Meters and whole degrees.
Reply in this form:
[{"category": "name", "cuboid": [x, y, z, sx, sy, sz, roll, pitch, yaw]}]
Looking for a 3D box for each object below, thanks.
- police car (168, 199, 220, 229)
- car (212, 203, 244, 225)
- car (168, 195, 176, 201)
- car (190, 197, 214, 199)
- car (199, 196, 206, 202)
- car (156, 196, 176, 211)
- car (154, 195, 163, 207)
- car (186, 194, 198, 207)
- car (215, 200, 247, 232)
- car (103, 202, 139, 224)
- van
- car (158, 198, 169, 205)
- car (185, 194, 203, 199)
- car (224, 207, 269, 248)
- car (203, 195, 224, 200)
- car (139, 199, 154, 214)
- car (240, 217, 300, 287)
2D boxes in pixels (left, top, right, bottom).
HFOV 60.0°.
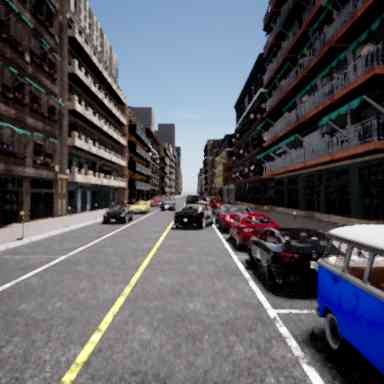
[{"category": "police car", "cuboid": [0.302, 1.518, 22.894, 1.930, 1.638, 5.238, 0, 0, 16]}, {"category": "car", "cuboid": [2.697, 1.657, 26.108, 2.008, 1.369, 4.403, 0, 0, 0]}, {"category": "car", "cuboid": [-5.668, 1.794, 93.751, 1.967, 1.590, 4.097, 0, 0, 0]}, {"category": "car", "cuboid": [0.907, 1.587, 32.797, 1.801, 1.575, 5.366, 0, 0, 0]}, {"category": "car", "cuboid": [2.711, 1.859, 88.279, 1.752, 1.417, 4.829, 0, 0, 0]}, {"category": "car", "cuboid": [-3.080, 1.664, 43.534, 2.128, 1.511, 4.902, 0, 0, 0]}, {"category": "car", "cuboid": [-5.677, 1.653, 54.297, 1.967, 1.590, 4.097, 0, 0, 0]}, {"category": "car", "cuboid": [0.013, 1.451, 59.016, 2.150, 2.045, 5.566, 0, 0, 0]}, {"category": "car", "cuboid": [2.696, 1.524, 20.473, 1.967, 1.590, 4.097, 0, 0, 0]}, {"category": "car", "cuboid": [-5.684, 1.673, 26.113, 1.947, 1.339, 4.313, 0, 0, 0]}, {"category": "van", "cuboid": [2.692, 1.356, 3.564, 1.690, 1.788, 3.998, 0, 0, 0]}, {"category": "car", "cuboid": [-5.675, 1.836, 65.570, 1.802, 1.307, 4.206, 0, 0, 0]}, {"category": "car", "cuboid": [0.585, 1.373, 38.595, 2.150, 2.045, 5.566, 0, 0, -2]}, {"category": "car", "cuboid": [2.694, 1.606, 14.836, 1.887, 1.381, 4.507, 0, 0, 0]}, {"category": "car", "cuboid": [2.701, 1.464, 37.383, 2.192, 1.841, 5.009, 0, 0, 0]}, {"category": "car", "cuboid": [-5.681, 1.675, 37.217, 1.752, 1.417, 4.829, 0, 0, 0]}, {"category": "car", "cuboid": [2.693, 1.604, 9.200, 1.947, 1.339, 4.313, 0, 0, 0]}]
